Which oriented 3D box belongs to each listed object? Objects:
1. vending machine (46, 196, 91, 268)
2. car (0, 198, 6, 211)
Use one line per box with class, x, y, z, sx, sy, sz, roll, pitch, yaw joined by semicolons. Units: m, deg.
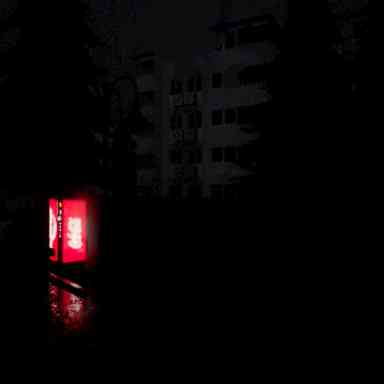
vending machine;-3.898;1.193;10.468;1.100;2.100;0.880;0;0;-40
car;-23.726;1.340;39.752;2.097;1.767;4.553;0;0;-22
